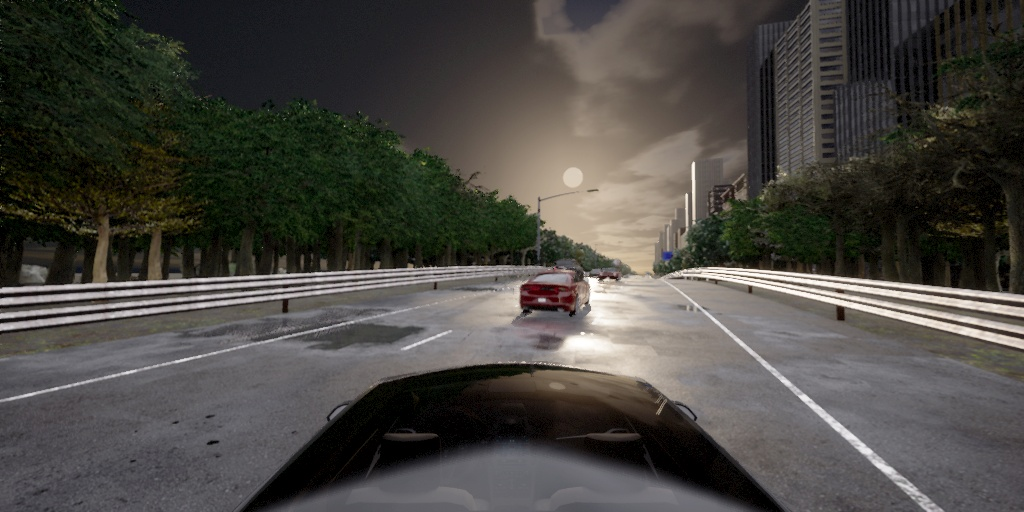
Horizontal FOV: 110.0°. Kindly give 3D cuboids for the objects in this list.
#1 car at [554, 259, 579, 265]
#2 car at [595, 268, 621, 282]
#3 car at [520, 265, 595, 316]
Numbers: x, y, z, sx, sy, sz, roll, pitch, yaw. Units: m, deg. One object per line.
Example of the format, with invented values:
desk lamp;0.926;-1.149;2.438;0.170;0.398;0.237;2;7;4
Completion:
car;5.321;1.361;33.782;2.150;2.045;5.566;0;-2;20
car;9.869;1.858;36.063;1.895;1.301;4.718;0;-2;20
car;1.808;1.269;13.785;1.882;1.535;5.008;0;0;20
